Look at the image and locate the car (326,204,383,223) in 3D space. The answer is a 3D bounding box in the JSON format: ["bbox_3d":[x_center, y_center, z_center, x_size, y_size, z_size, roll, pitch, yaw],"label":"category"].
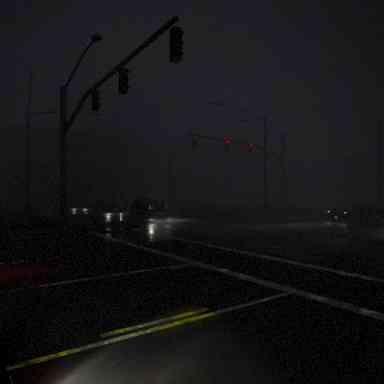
[{"bbox_3d":[12.467,1.550,25.164,4.718,1.301,1.895,0,0,-26],"label":"car"}]

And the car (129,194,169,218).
[{"bbox_3d":[-3.989,1.352,30.491,2.097,1.767,4.553,0,0,-36],"label":"car"}]

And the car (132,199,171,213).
[{"bbox_3d":[-4.688,1.547,37.643,2.033,1.411,5.357,0,0,-35],"label":"car"}]

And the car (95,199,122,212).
[{"bbox_3d":[-9.767,1.526,38.500,1.812,1.442,4.674,0,0,-36],"label":"car"}]

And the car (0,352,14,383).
[{"bbox_3d":[-3.602,1.547,1.239,5.357,1.411,2.033,0,0,-35],"label":"car"}]

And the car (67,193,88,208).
[{"bbox_3d":[-16.801,1.223,48.690,2.150,2.045,5.566,0,0,-30],"label":"car"}]
